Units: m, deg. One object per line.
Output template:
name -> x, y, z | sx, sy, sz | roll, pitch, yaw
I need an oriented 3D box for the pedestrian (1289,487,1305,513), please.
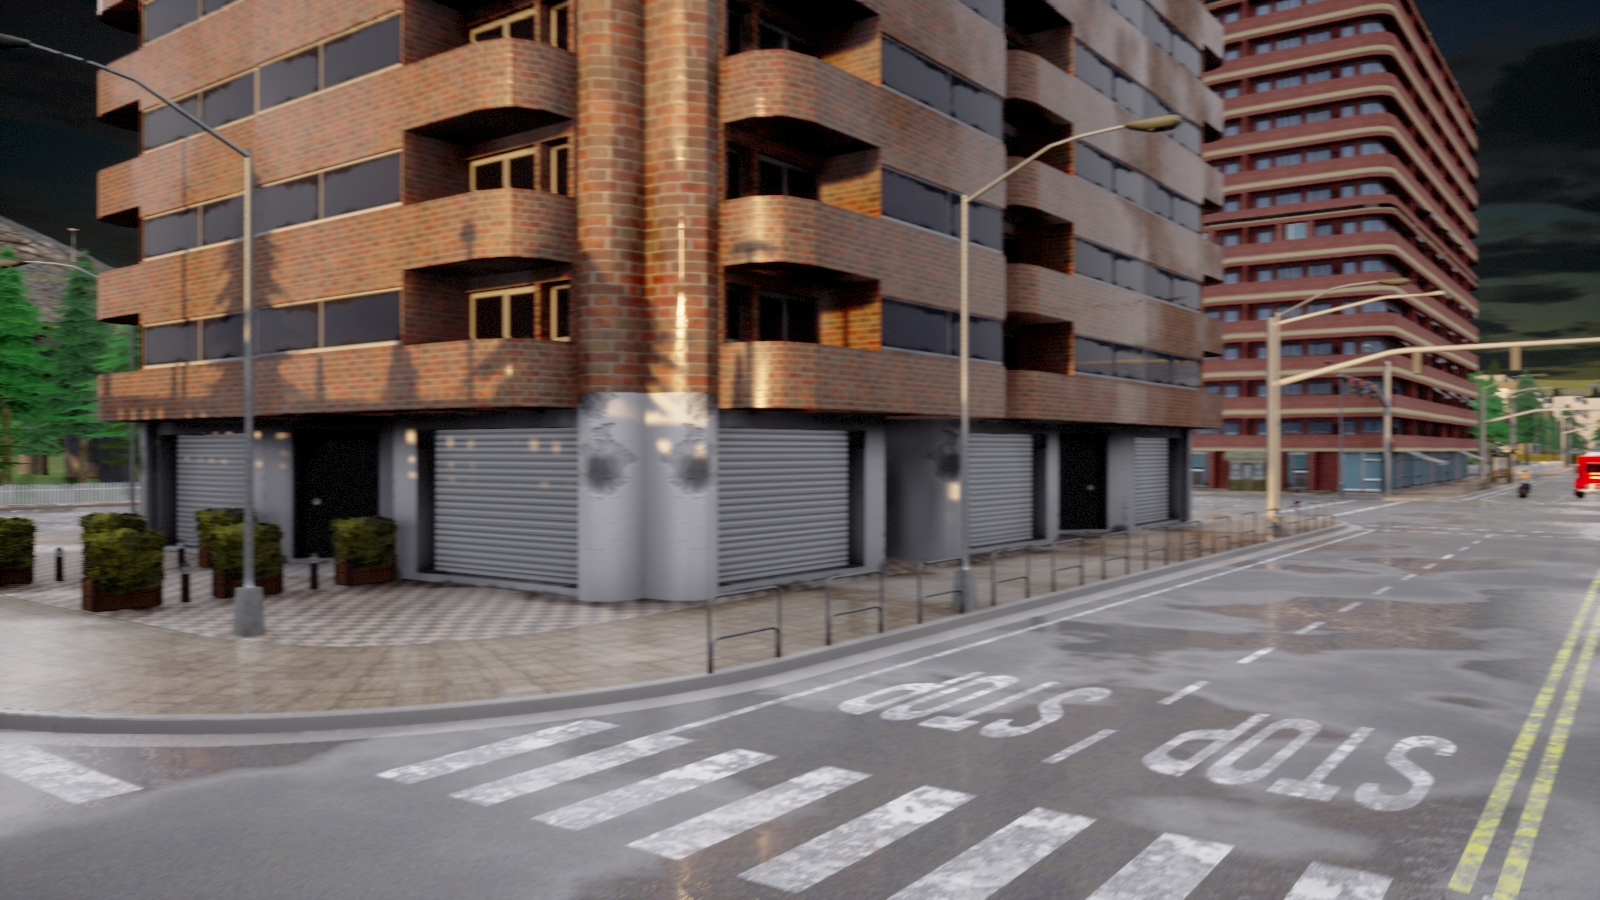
pedestrian -> 21.945, 2.214, 50.450 | 0.500, 1.100, 0.500 | 0, 0, 42
